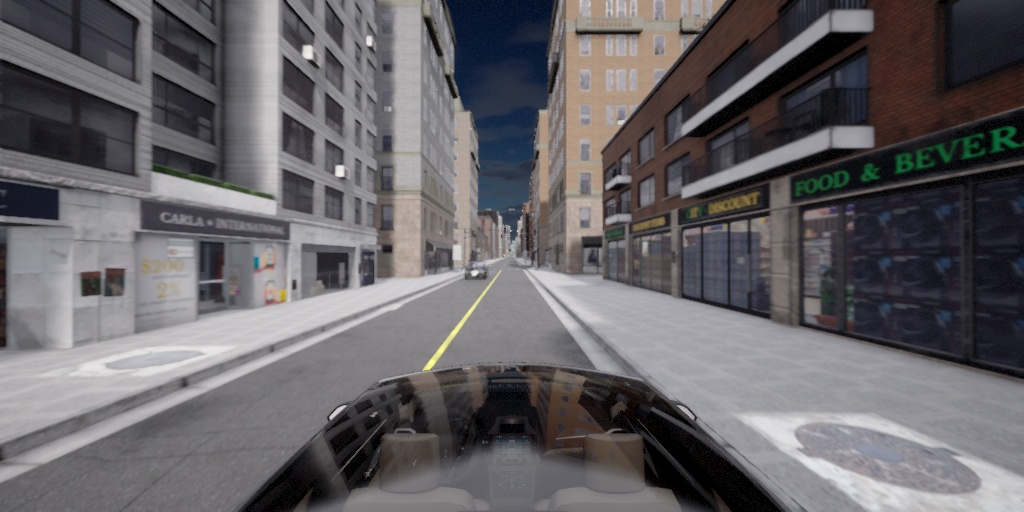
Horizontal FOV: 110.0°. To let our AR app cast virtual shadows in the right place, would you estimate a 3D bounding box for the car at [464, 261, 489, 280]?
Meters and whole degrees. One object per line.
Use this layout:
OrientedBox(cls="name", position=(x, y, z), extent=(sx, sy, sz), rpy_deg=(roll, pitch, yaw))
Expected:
OrientedBox(cls="car", position=(-2.998, 1.231, 31.060), extent=(2.128, 1.511, 4.902), rpy_deg=(0, 0, 0))
